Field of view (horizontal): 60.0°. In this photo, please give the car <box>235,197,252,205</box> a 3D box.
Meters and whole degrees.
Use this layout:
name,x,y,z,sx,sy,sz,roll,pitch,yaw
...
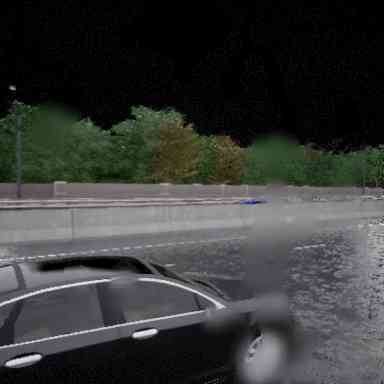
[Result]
name,x,y,z,sx,sy,sz,roll,pitch,yaw
car,7.710,1.360,42.131,5.008,1.535,1.882,0,0,-32

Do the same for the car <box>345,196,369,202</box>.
name,x,y,z,sx,sy,sz,roll,pitch,yaw
car,25.175,1.392,48.794,4.892,1.490,1.837,0,0,-31

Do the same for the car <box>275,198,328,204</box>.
name,x,y,z,sx,sy,sz,roll,pitch,yaw
car,12.079,1.453,36.608,5.357,1.411,2.033,0,0,-32

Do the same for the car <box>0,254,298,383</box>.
name,x,y,z,sx,sy,sz,roll,pitch,yaw
car,-0.927,1.492,3.731,4.892,1.490,1.837,0,0,-32

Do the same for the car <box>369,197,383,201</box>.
name,x,y,z,sx,sy,sz,roll,pitch,yaw
car,27.491,1.445,46.108,5.357,1.411,2.033,0,0,-31

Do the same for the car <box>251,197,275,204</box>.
name,x,y,z,sx,sy,sz,roll,pitch,yaw
car,10.008,1.441,39.441,5.357,1.411,2.033,0,0,-32

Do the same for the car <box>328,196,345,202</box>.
name,x,y,z,sx,sy,sz,roll,pitch,yaw
car,22.758,1.380,51.408,4.892,1.490,1.837,0,0,-31
